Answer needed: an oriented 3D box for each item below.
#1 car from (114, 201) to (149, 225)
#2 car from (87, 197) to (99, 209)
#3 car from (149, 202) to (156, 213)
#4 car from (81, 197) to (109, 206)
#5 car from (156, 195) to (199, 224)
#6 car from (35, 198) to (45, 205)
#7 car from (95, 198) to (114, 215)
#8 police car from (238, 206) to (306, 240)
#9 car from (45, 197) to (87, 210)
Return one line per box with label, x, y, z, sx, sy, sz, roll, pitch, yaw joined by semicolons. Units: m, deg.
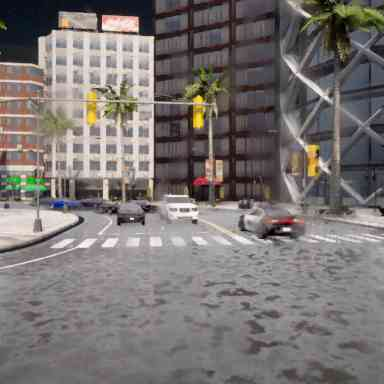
car;-4.479;1.478;24.143;1.882;1.535;5.008;0;0;-13
car;-13.270;1.600;44.747;4.718;1.301;1.895;0;0;36
car;-5.336;1.602;35.959;1.895;1.301;4.718;0;0;-33
car;-16.023;1.564;54.749;4.181;1.385;1.994;0;0;28
car;-1.121;1.221;25.259;2.150;2.045;5.566;0;0;-14
car;-25.281;1.564;58.471;4.181;1.385;1.994;0;0;15
car;-7.868;1.601;33.396;1.895;1.301;4.718;0;0;-31
police car;3.883;1.509;17.316;2.038;1.542;4.974;0;0;-9
car;-16.197;1.478;42.554;5.008;1.535;1.882;0;0;35
